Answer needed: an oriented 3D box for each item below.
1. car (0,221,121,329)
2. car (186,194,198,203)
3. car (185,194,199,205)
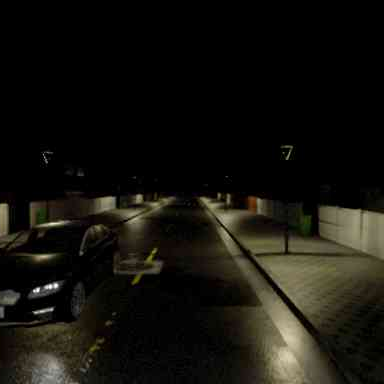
[{"bbox_3d":[-2.848,1.439,7.193,2.128,1.511,4.902,0,0,0],"label":"car"},{"bbox_3d":[-0.009,1.077,59.448,2.128,1.511,4.902,0,0,0],"label":"car"},{"bbox_3d":[-0.007,1.204,49.029,2.033,1.411,5.357,0,0,0],"label":"car"}]
